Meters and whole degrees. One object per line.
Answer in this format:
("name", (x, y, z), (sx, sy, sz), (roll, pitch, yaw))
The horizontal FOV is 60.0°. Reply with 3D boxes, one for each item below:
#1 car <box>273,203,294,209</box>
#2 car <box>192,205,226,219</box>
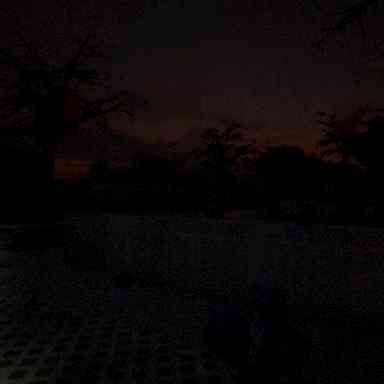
("car", (13.149, 2.356, 47.710), (1.812, 1.442, 4.674), (1, -1, 37))
("car", (1.729, 1.956, 32.485), (1.994, 1.385, 4.181), (1, 0, 37))
